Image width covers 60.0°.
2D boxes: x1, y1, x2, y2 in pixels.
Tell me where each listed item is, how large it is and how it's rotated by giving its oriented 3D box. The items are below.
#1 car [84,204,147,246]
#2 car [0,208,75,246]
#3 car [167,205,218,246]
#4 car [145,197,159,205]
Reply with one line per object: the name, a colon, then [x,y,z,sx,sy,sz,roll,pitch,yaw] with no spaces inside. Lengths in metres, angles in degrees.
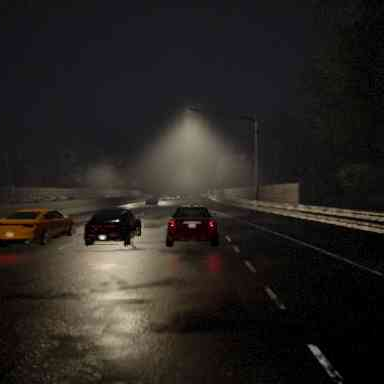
car: [-3.492,1.516,15.388,1.837,1.490,4.892,0,0,0]
car: [-6.992,1.487,15.289,1.882,1.535,5.008,0,0,0]
car: [0.008,1.361,15.452,2.097,1.767,4.553,0,0,0]
car: [-6.977,1.601,58.473,1.994,1.385,4.181,0,0,0]
